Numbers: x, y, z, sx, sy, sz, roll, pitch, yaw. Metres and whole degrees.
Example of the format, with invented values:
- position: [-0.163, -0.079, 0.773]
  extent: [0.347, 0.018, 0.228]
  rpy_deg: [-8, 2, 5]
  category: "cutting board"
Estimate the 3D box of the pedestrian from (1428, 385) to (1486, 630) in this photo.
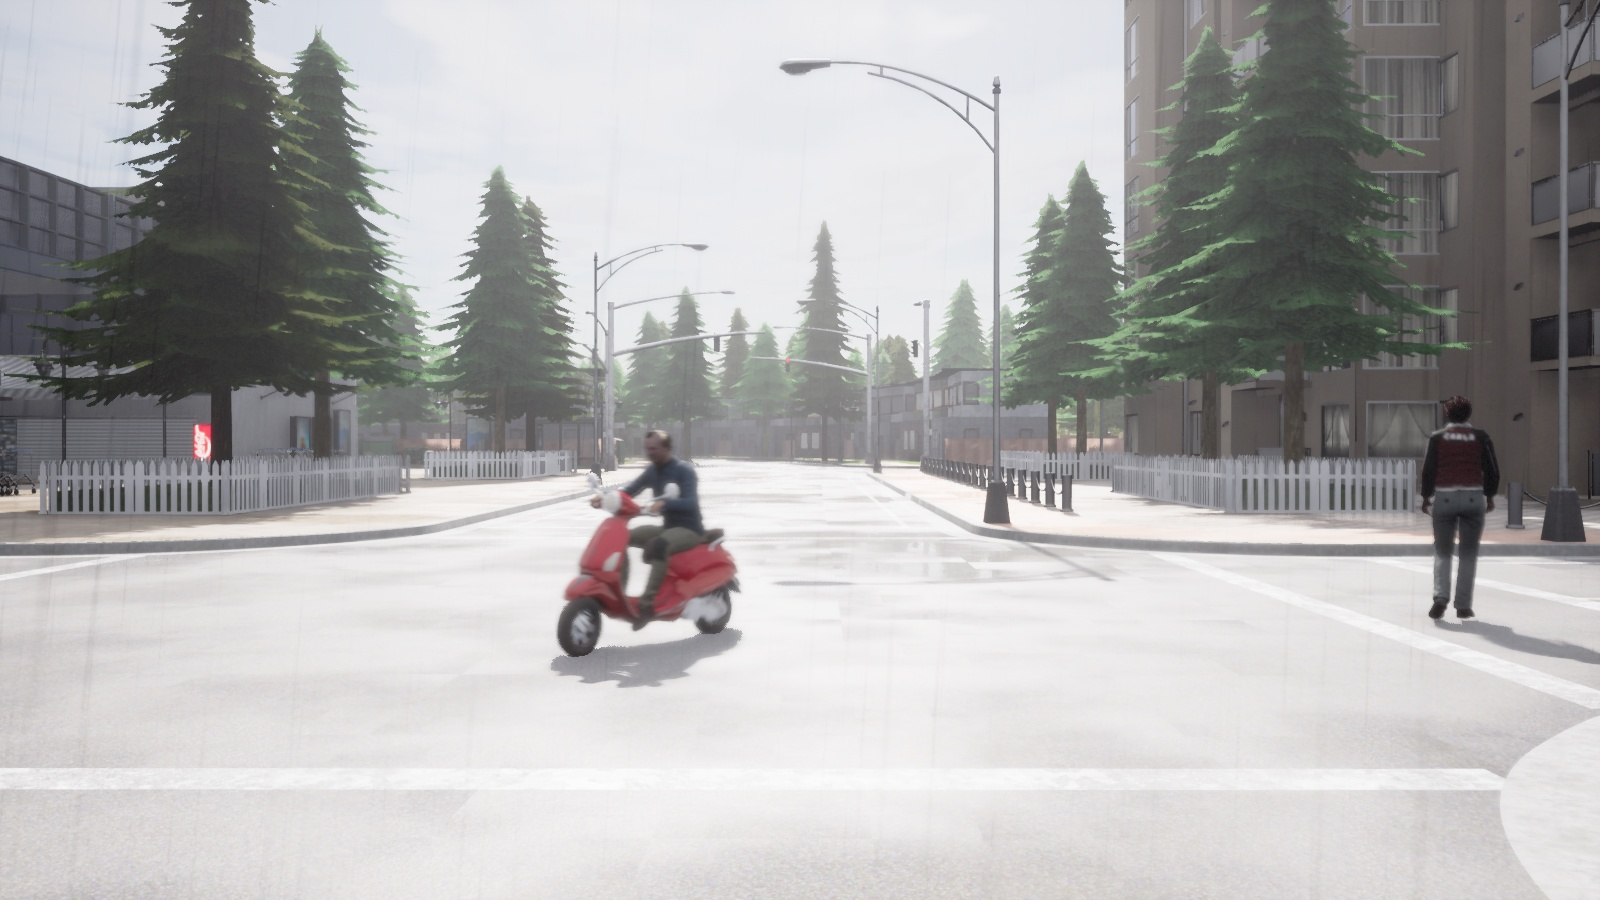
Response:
- position: [5.391, 0.451, 10.298]
  extent: [0.402, 1.930, 0.666]
  rpy_deg: [0, 0, 28]
  category: "pedestrian"

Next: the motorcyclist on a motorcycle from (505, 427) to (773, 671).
- position: [-1.136, 0.643, 9.217]
  extent: [0.866, 1.590, 1.817]
  rpy_deg: [2, 2, 40]
  category: "motorcyclist on a motorcycle"
